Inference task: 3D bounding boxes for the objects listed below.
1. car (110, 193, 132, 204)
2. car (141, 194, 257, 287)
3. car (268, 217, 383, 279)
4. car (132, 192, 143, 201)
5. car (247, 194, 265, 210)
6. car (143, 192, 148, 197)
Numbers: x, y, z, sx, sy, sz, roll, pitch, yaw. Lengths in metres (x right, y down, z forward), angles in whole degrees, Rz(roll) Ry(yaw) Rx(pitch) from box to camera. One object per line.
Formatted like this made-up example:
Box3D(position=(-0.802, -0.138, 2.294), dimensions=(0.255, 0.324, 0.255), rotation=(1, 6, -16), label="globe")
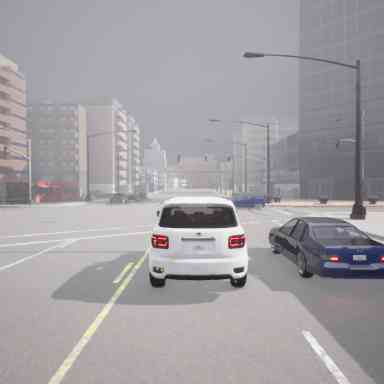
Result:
Box3D(position=(-10.283, 0.877, 47.076), dimensions=(1.837, 1.490, 4.892), rotation=(0, 1, 1), label="car")
Box3D(position=(0.147, 1.128, 9.213), dimensions=(2.150, 2.045, 5.566), rotation=(0, 1, 0), label="car")
Box3D(position=(3.663, 1.441, 9.755), dimensions=(2.033, 1.411, 5.357), rotation=(0, 1, 0), label="car")
Box3D(position=(-10.216, 0.867, 57.076), dimensions=(1.994, 1.385, 4.181), rotation=(0, 0, 0), label="car")
Box3D(position=(4.871, 0.990, 33.556), dimensions=(5.008, 1.535, 1.882), rotation=(0, 1, -8), label="car")
Box3D(position=(-10.106, 0.736, 67.163), dimensions=(1.882, 1.535, 5.008), rotation=(0, 0, 1), label="car")
